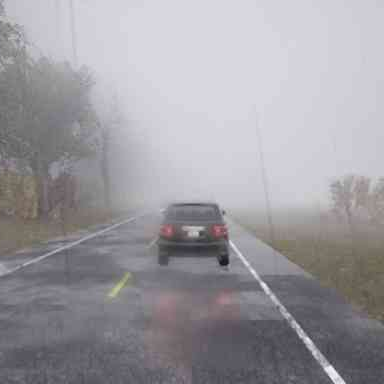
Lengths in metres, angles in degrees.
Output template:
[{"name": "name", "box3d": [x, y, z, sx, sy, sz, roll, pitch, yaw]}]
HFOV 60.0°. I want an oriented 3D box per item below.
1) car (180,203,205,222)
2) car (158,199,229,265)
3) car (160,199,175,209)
[{"name": "car", "box3d": [0.061, 1.652, 28.443, 1.994, 1.385, 4.181, 0, 0, 0]}, {"name": "car", "box3d": [0.061, 1.262, 11.987, 2.150, 2.045, 5.566, 0, 0, 0]}, {"name": "car", "box3d": [-3.606, 1.747, 49.724, 1.895, 1.301, 4.718, 0, 0, 0]}]
